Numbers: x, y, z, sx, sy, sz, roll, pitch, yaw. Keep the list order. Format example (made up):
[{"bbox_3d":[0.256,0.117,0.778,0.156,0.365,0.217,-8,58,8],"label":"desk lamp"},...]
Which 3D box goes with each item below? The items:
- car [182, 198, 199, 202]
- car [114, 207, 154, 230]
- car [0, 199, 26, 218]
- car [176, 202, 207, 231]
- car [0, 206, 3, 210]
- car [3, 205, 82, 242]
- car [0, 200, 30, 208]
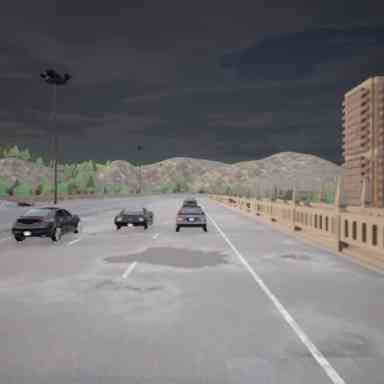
[{"bbox_3d":[-0.199,1.508,42.651,1.837,1.490,4.892,0,0,0],"label":"car"},{"bbox_3d":[-3.542,1.605,21.247,1.895,1.301,4.718,0,0,0],"label":"car"},{"bbox_3d":[-17.789,1.492,31.159,1.882,1.535,5.008,0,0,0],"label":"car"},{"bbox_3d":[-0.038,1.549,20.668,2.033,1.411,5.357,0,0,0],"label":"car"},{"bbox_3d":[-3.419,1.224,1.294,2.150,2.045,5.566,0,0,0],"label":"car"},{"bbox_3d":[-7.009,1.511,16.534,1.837,1.490,4.892,0,0,0],"label":"car"},{"bbox_3d":[-14.265,1.489,26.403,1.882,1.535,5.008,0,0,0],"label":"car"}]
